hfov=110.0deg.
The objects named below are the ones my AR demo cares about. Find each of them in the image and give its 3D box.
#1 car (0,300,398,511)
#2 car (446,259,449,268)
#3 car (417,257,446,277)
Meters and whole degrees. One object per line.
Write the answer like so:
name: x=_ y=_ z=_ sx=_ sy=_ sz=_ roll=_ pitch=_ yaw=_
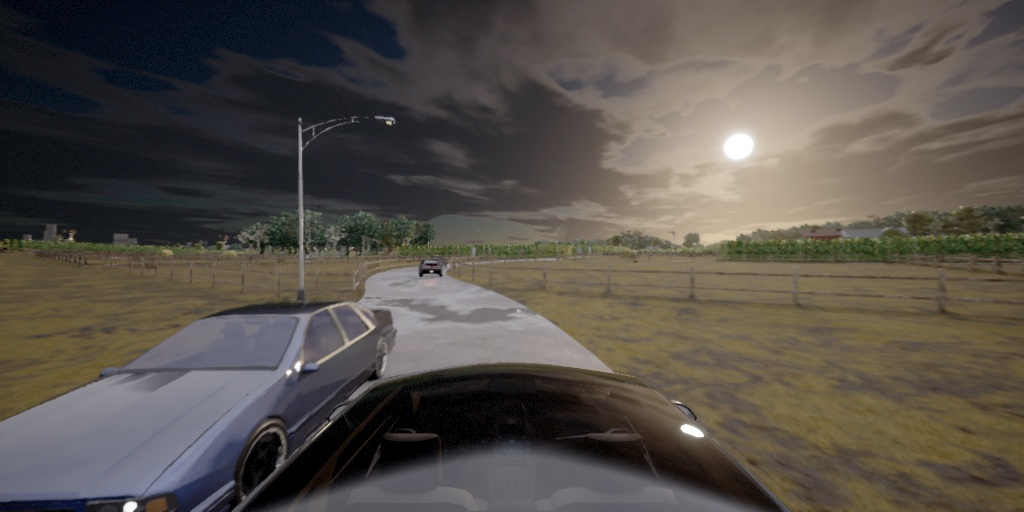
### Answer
car: x=-2.951 y=1.322 z=4.491 sx=2.033 sy=1.411 sz=5.357 roll=-1 pitch=0 yaw=-3
car: x=-9.230 y=0.813 z=45.097 sx=1.837 sy=1.490 sz=4.892 roll=-1 pitch=1 yaw=0
car: x=-7.170 y=0.998 z=31.422 sx=1.837 sy=1.490 sz=4.892 roll=0 pitch=0 yaw=-16
